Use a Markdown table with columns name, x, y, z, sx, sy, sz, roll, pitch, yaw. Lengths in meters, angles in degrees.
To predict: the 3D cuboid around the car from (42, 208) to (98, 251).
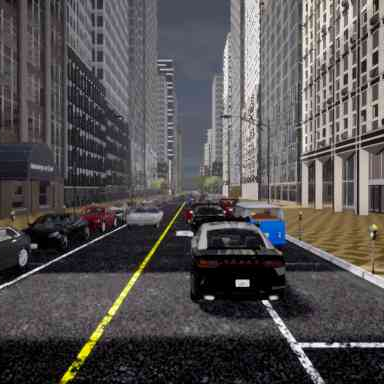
| name | x | y | z | sx | sy | sz | roll | pitch | yaw |
| --- | --- | --- | --- | --- | --- | --- | --- | --- | --- |
| car | -5.692 | 1.563 | 14.059 | 1.947 | 1.339 | 4.313 | -1 | 0 | 0 |

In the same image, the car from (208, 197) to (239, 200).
| name | x | y | z | sx | sy | sz | roll | pitch | yaw |
| --- | --- | --- | --- | --- | --- | --- | --- | --- | --- |
| car | 2.692 | 1.309 | 25.422 | 2.192 | 1.841 | 5.009 | -1 | 0 | 0 |

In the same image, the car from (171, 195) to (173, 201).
| name | x | y | z | sx | sy | sz | roll | pitch | yaw |
| --- | --- | --- | --- | --- | --- | --- | --- | --- | --- |
| car | -5.666 | 1.422 | 70.895 | 1.967 | 1.590 | 4.097 | -1 | 0 | 0 |

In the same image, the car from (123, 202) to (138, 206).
| name | x | y | z | sx | sy | sz | roll | pitch | yaw |
| --- | --- | --- | --- | --- | --- | --- | --- | --- | --- |
| car | -5.687 | 1.545 | 25.426 | 2.008 | 1.369 | 4.403 | -1 | 0 | 0 |

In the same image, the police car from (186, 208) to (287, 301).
| name | x | y | z | sx | sy | sz | roll | pitch | yaw |
| --- | --- | --- | --- | --- | --- | --- | --- | --- | --- |
| police car | 0.903 | 1.423 | 8.511 | 1.930 | 1.638 | 5.238 | 0 | 0 | 0 |

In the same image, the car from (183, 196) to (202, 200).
| name | x | y | z | sx | sy | sz | roll | pitch | yaw |
| --- | --- | --- | --- | --- | --- | --- | --- | --- | --- |
| car | 0.037 | 1.590 | 45.984 | 1.895 | 1.301 | 4.718 | 0 | 0 | 1 |

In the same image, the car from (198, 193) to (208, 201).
| name | x | y | z | sx | sy | sz | roll | pitch | yaw |
| --- | --- | --- | --- | --- | --- | --- | --- | --- | --- |
| car | 2.719 | 1.293 | 82.259 | 2.192 | 1.841 | 5.009 | -1 | 0 | 0 |

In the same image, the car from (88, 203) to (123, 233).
| name | x | y | z | sx | sy | sz | roll | pitch | yaw |
| --- | --- | --- | --- | --- | --- | --- | --- | --- | --- |
| car | -5.689 | 1.540 | 19.742 | 1.887 | 1.381 | 4.507 | -1 | 0 | 0 |

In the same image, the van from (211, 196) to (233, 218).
| name | x | y | z | sx | sy | sz | roll | pitch | yaw |
| --- | --- | --- | --- | --- | --- | --- | --- | --- | --- |
| van | 2.695 | 1.334 | 31.106 | 1.690 | 1.788 | 3.998 | -1 | 0 | 0 |

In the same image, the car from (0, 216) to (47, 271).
| name | x | y | z | sx | sy | sz | roll | pitch | yaw |
| --- | --- | --- | --- | --- | --- | --- | --- | --- | --- |
| car | -5.695 | 1.549 | 8.375 | 2.008 | 1.369 | 4.403 | -1 | 0 | 0 |

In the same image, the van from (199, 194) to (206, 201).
| name | x | y | z | sx | sy | sz | roll | pitch | yaw |
| --- | --- | --- | --- | --- | --- | --- | --- | --- | --- |
| van | 2.722 | 1.317 | 87.942 | 1.690 | 1.788 | 3.998 | -1 | 0 | 0 |

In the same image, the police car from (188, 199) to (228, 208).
| name | x | y | z | sx | sy | sz | roll | pitch | yaw |
| --- | --- | --- | --- | --- | --- | --- | --- | --- | --- |
| police car | 0.908 | 1.421 | 18.512 | 1.930 | 1.638 | 5.238 | 0 | 0 | 0 |

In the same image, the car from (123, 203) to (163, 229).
| name | x | y | z | sx | sy | sz | roll | pitch | yaw |
| --- | --- | --- | --- | --- | --- | --- | --- | --- | --- |
| car | -2.988 | 1.596 | 21.774 | 1.895 | 1.301 | 4.718 | 0 | 0 | 0 |

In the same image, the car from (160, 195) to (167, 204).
| name | x | y | z | sx | sy | sz | roll | pitch | yaw |
| --- | --- | --- | --- | --- | --- | --- | --- | --- | --- |
| car | -5.673 | 1.538 | 53.844 | 2.008 | 1.369 | 4.403 | -1 | 0 | 0 |

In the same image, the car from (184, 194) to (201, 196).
| name | x | y | z | sx | sy | sz | roll | pitch | yaw |
| --- | --- | --- | --- | --- | --- | --- | --- | --- | --- |
| car | 0.028 | 1.337 | 59.385 | 2.097 | 1.767 | 4.553 | 0 | 0 | 0 |

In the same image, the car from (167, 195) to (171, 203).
| name | x | y | z | sx | sy | sz | roll | pitch | yaw |
| --- | --- | --- | --- | --- | --- | --- | --- | --- | --- |
| car | -5.667 | 1.566 | 65.211 | 1.802 | 1.307 | 4.206 | -1 | 0 | 0 |

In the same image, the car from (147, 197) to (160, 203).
| name | x | y | z | sx | sy | sz | roll | pitch | yaw |
| --- | --- | --- | --- | --- | --- | --- | --- | --- | --- |
| car | -5.679 | 1.541 | 42.477 | 2.008 | 1.369 | 4.403 | -1 | 0 | 0 |

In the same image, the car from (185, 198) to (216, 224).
| name | x | y | z | sx | sy | sz | roll | pitch | yaw |
| --- | --- | --- | --- | --- | --- | --- | --- | --- | --- |
| car | 0.654 | 1.472 | 24.501 | 1.882 | 1.535 | 5.008 | 0 | 0 | 7 |

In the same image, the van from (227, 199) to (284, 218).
| name | x | y | z | sx | sy | sz | roll | pitch | yaw |
| --- | --- | --- | --- | --- | --- | --- | --- | --- | --- |
| van | 2.686 | 1.338 | 14.055 | 1.690 | 1.788 | 3.998 | -1 | 0 | 0 |

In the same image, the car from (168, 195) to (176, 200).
| name | x | y | z | sx | sy | sz | roll | pitch | yaw |
| --- | --- | --- | --- | --- | --- | --- | --- | --- | --- |
| car | -5.654 | 1.540 | 93.630 | 1.947 | 1.339 | 4.313 | -1 | 0 | 0 |

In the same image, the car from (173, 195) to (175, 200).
| name | x | y | z | sx | sy | sz | roll | pitch | yaw |
| --- | --- | --- | --- | --- | --- | --- | --- | --- | --- |
| car | -5.659 | 1.504 | 82.093 | 1.752 | 1.417 | 4.829 | -1 | 0 | 0 |

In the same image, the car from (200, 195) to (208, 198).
| name | x | y | z | sx | sy | sz | roll | pitch | yaw |
| --- | --- | --- | --- | --- | --- | --- | --- | --- | --- |
| car | 2.708 | 1.538 | 53.840 | 2.008 | 1.369 | 4.403 | -1 | 0 | 0 |

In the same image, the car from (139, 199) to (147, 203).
| name | x | y | z | sx | sy | sz | roll | pitch | yaw |
| --- | --- | --- | --- | --- | --- | --- | --- | --- | --- |
| car | -5.684 | 1.575 | 31.110 | 1.802 | 1.307 | 4.206 | -1 | 0 | 0 |

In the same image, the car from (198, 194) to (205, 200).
| name | x | y | z | sx | sy | sz | roll | pitch | yaw |
| --- | --- | --- | --- | --- | --- | --- | --- | --- | --- |
| car | 2.726 | 1.414 | 93.626 | 1.967 | 1.590 | 4.097 | -1 | 0 | 0 |
